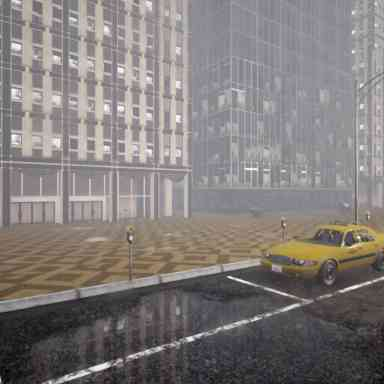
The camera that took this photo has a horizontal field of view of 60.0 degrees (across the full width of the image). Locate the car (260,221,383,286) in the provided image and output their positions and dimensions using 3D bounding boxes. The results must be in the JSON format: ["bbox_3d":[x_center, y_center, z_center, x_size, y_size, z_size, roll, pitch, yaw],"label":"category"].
[{"bbox_3d":[4.002,1.526,9.431,4.829,1.417,1.752,0,0,-36],"label":"car"}]
